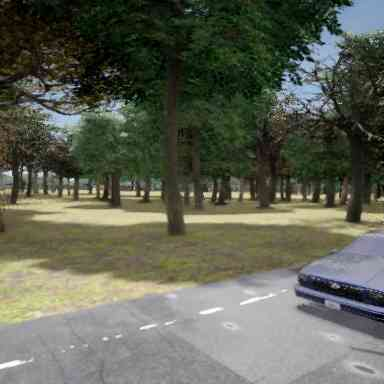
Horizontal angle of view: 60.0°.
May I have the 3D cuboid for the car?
[{"bbox_3d":[4.578,1.545,7.253,5.357,1.411,2.033,0,0,-35],"label":"car"}]
